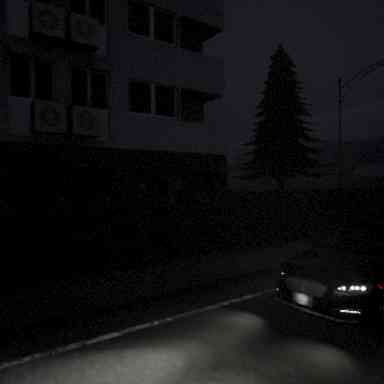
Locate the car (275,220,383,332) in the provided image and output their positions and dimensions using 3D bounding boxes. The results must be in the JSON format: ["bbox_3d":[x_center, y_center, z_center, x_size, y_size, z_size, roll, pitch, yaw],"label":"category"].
[{"bbox_3d":[3.724,1.367,6.628,4.902,1.511,2.128,-1,1,-35],"label":"car"}]
